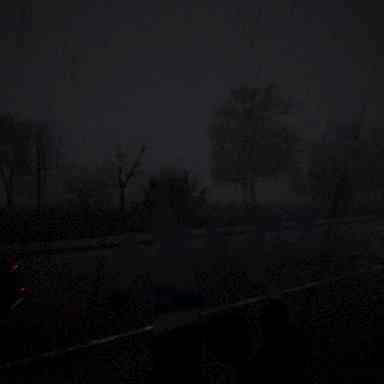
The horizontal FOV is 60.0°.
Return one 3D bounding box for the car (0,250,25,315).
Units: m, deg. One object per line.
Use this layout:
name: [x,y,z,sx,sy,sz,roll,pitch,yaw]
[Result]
car: [-5.083,1.491,4.666,4.902,1.511,2.128,0,0,-35]
